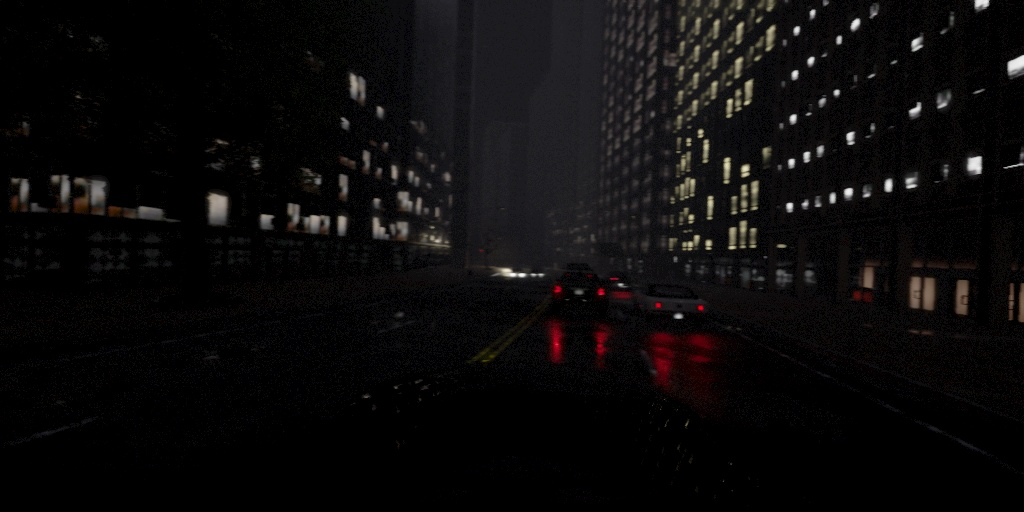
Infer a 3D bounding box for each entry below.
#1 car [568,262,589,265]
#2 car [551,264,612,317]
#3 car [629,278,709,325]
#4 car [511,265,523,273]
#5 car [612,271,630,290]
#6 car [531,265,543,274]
[{"bbox_3d":[5.269,1.540,29.023,2.150,2.045,5.566,2,-1,8],"label":"car"},{"bbox_3d":[2.892,1.393,15.196,2.097,1.767,4.553,2,-1,12],"label":"car"},{"bbox_3d":[5.963,1.746,14.011,1.895,1.301,4.718,2,-1,12],"label":"car"},{"bbox_3d":[0.824,2.161,59.323,1.895,1.301,4.718,2,-1,1],"label":"car"},{"bbox_3d":[8.629,1.960,29.764,1.837,1.490,4.892,2,0,8],"label":"car"},{"bbox_3d":[4.086,2.225,59.530,2.033,1.411,5.357,2,-1,1],"label":"car"}]
